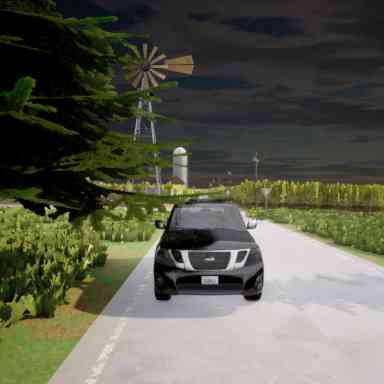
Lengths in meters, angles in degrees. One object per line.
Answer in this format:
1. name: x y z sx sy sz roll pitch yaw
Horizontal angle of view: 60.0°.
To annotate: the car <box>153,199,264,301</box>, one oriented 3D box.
1. car: 0.336 1.221 8.697 2.150 2.045 5.566 0 0 0
